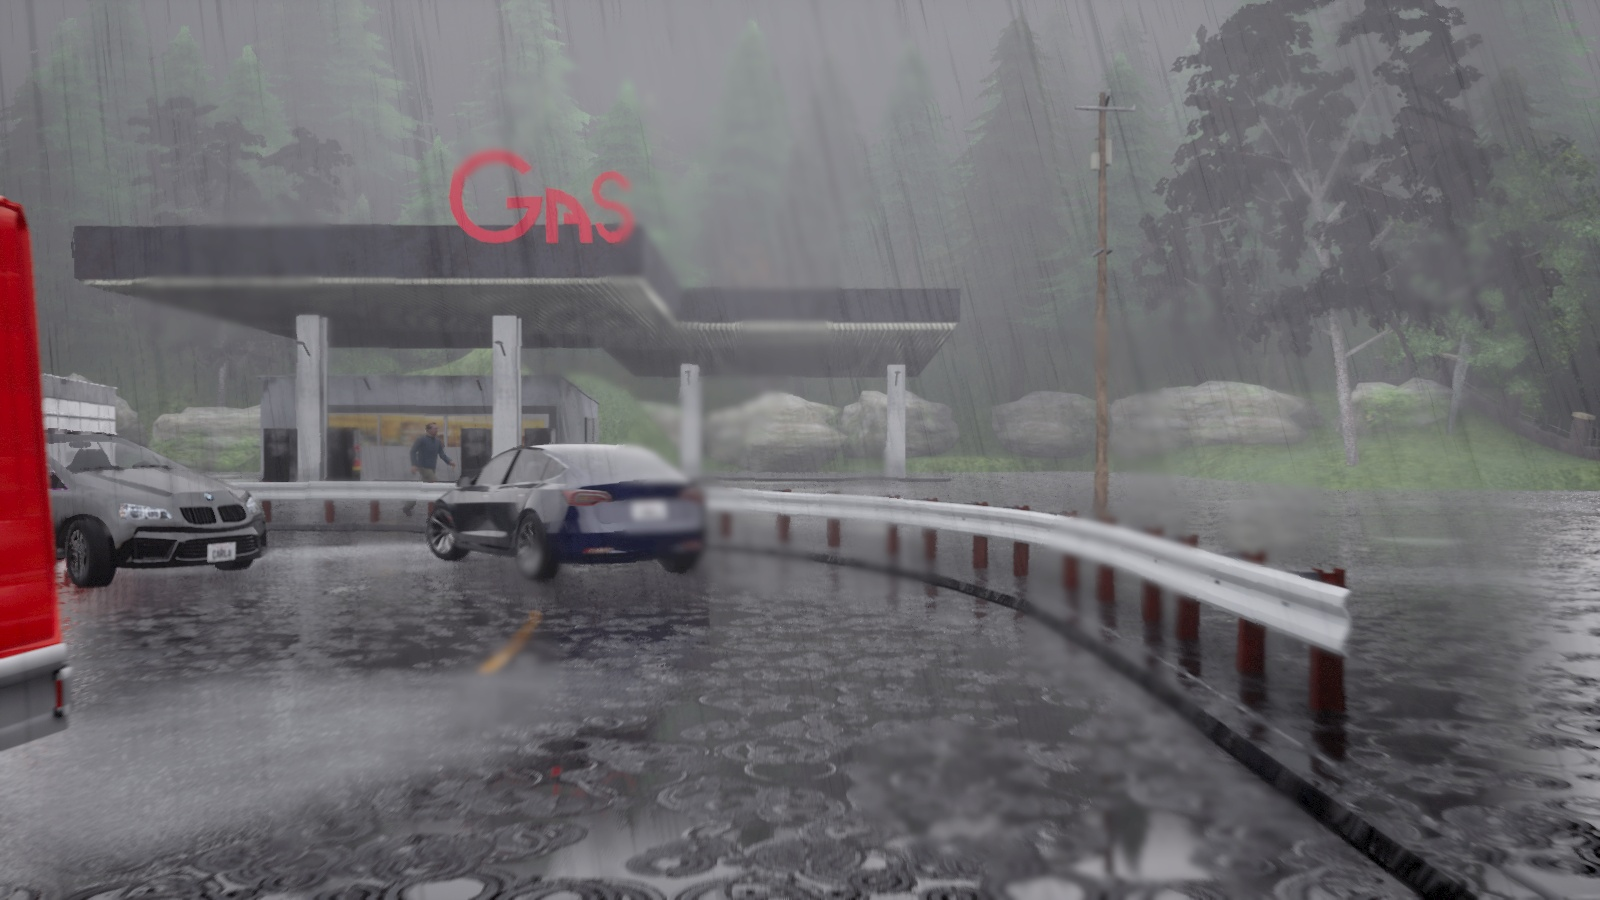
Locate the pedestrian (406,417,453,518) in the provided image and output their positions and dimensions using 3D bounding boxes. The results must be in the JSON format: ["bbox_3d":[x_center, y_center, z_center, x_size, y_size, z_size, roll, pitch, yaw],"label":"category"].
[{"bbox_3d":[-6.876,0.319,23.298,0.726,1.842,0.402,0,0,18],"label":"pedestrian"}]

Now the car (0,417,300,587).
[{"bbox_3d":[-8.313,0.505,14.232,4.611,1.667,2.242,0,0,21],"label":"car"}]

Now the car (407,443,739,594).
[{"bbox_3d":[-2.895,0.661,15.009,2.163,1.488,4.792,0,0,-34],"label":"car"}]

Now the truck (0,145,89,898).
[{"bbox_3d":[-3.947,0.245,2.024,2.627,2.467,5.204,0,0,0],"label":"truck"}]
